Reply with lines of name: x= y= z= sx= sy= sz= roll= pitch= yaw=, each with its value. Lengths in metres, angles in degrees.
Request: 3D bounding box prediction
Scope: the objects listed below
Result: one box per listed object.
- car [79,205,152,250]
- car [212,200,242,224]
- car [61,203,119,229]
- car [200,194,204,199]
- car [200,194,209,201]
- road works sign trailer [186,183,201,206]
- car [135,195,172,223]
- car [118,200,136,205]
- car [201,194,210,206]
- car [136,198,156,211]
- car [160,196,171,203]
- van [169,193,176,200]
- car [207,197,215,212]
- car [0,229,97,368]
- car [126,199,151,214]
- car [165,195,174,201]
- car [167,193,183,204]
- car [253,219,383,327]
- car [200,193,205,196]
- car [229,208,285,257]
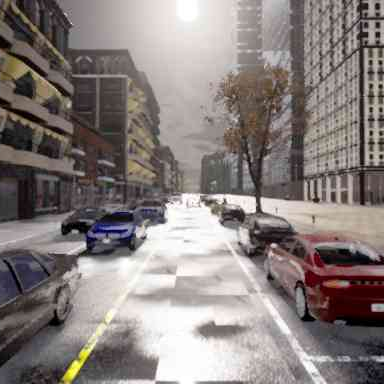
car: x=-3.042 y=1.502 z=14.292 sx=1.812 sy=1.442 sz=4.674 roll=0 pitch=0 yaw=1
car: x=2.790 y=1.521 z=23.758 sx=2.008 sy=1.369 sz=4.403 roll=1 pitch=0 yaw=0
car: x=-5.612 y=1.534 z=18.222 sx=1.947 sy=1.339 sz=4.313 roll=1 pitch=0 yaw=0
car: x=2.920 y=1.483 z=57.175 sx=2.008 sy=1.369 sz=4.403 roll=1 pitch=0 yaw=0
car: x=3.008 y=1.351 z=79.454 sx=1.967 sy=1.590 sz=4.097 roll=1 pitch=0 yaw=0
road works sign trailer: x=0.189 y=0.383 z=53.862 sx=2.380 sy=3.560 sz=2.880 roll=-1 pitch=0 yaw=0
car: x=-2.952 y=1.314 z=24.822 sx=2.097 sy=1.767 sz=4.553 roll=0 pitch=0 yaw=1
car: x=-5.591 y=1.511 z=23.792 sx=2.008 sy=1.369 sz=4.403 roll=1 pitch=0 yaw=0
car: x=2.898 y=1.489 z=51.607 sx=2.008 sy=1.369 sz=4.403 roll=1 pitch=0 yaw=0
car: x=-5.526 y=1.466 z=40.330 sx=1.752 sy=1.417 sz=4.829 roll=1 pitch=0 yaw=0
car: x=-5.418 y=1.456 z=68.348 sx=1.887 sy=1.381 sz=4.507 roll=1 pitch=0 yaw=0
van: x=-5.327 y=1.232 z=90.627 sx=1.690 sy=1.788 sz=3.998 roll=1 pitch=0 yaw=0
car: x=2.834 y=1.482 z=35.068 sx=1.752 sy=1.417 sz=4.829 roll=1 pitch=0 yaw=0
car: x=-3.080 y=1.537 z=4.344 sx=2.033 sy=1.411 sz=5.357 roll=0 pitch=0 yaw=0
car: x=-5.548 y=1.513 z=34.931 sx=1.947 sy=1.339 sz=4.313 roll=1 pitch=0 yaw=0
car: x=-5.374 y=1.466 z=79.488 sx=1.947 sy=1.339 sz=4.313 roll=1 pitch=0 yaw=0
car: x=-2.806 y=1.140 z=59.890 sx=2.150 sy=2.045 sz=5.566 roll=0 pitch=0 yaw=1
car: x=2.725 y=1.538 z=7.049 sx=1.887 sy=1.381 sz=4.507 roll=1 pitch=0 yaw=0
car: x=2.964 y=1.361 z=68.314 sx=1.967 sy=1.590 sz=4.097 roll=1 pitch=0 yaw=0
car: x=2.746 y=1.536 z=12.619 sx=2.008 sy=1.369 sz=4.403 roll=1 pitch=0 yaw=0
